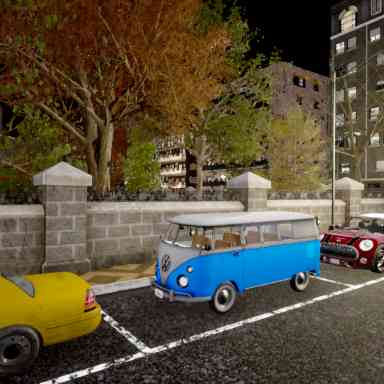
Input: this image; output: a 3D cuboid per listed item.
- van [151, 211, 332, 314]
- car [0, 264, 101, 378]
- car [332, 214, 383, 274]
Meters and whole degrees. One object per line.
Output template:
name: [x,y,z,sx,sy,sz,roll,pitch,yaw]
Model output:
van: [1.106,1.342,7.328,3.998,1.788,1.690,0,1,-35]
car: [-3.608,1.525,3.976,4.829,1.417,1.752,0,1,-35]
car: [5.678,1.442,10.584,4.097,1.590,1.967,0,1,-35]
